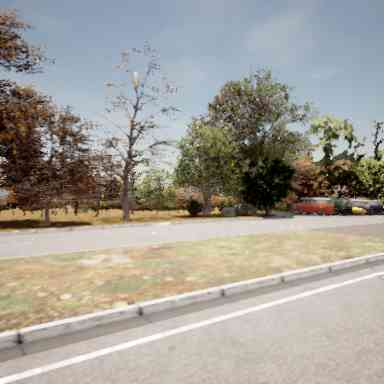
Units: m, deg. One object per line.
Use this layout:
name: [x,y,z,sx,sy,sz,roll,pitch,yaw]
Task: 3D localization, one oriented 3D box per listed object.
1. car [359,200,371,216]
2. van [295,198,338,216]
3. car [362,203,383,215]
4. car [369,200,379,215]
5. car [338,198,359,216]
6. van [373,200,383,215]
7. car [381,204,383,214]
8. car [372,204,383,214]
car: [18.801,2.081,41.504,1.946,1.575,5.366,2,-1,-35]
van: [14.023,1.681,38.472,1.878,1.987,4.442,2,-1,-35]
car: [27.612,2.470,48.002,2.097,1.535,5.008,2,-1,-35]
car: [20.950,2.182,43.254,2.231,1.521,4.892,3,-1,-35]
car: [16.431,1.741,40.077,2.435,2.045,5.566,2,-1,-35]
van: [23.140,2.053,44.966,1.878,1.987,4.442,2,-1,-35]
car: [32.225,2.672,51.287,2.231,1.521,4.892,3,-1,-35]
car: [29.970,2.573,49.681,2.097,1.535,5.008,3,-1,-35]
